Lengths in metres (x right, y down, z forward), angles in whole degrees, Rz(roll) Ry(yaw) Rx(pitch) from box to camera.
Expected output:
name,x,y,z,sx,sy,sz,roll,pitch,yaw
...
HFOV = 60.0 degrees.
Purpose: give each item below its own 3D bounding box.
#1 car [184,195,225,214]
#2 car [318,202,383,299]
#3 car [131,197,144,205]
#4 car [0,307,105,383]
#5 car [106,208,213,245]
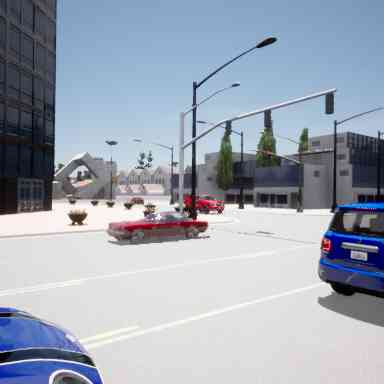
name,x,y,z,sx,sy,sz,roll,pitch,yaw
car,1.267,1.314,36.702,2.150,2.045,5.566,1,-1,-35
car,5.179,1.239,7.497,5.566,2.045,2.150,0,0,-35
car,-10.272,1.646,62.296,1.882,1.535,5.008,1,0,-20
car,-2.747,1.352,1.783,4.553,1.767,2.097,0,0,-35
car,-1.571,1.622,15.779,4.718,1.301,1.895,0,0,-36
